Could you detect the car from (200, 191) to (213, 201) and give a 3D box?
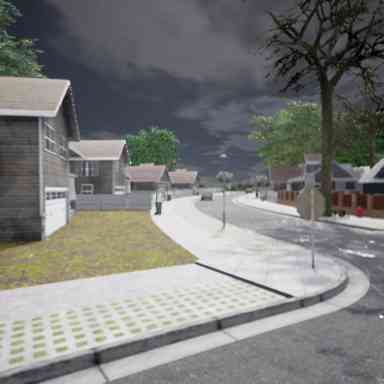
[{"bbox_3d":[2.499,0.642,55.015,1.837,1.490,4.892,-1,1,6],"label":"car"}]
